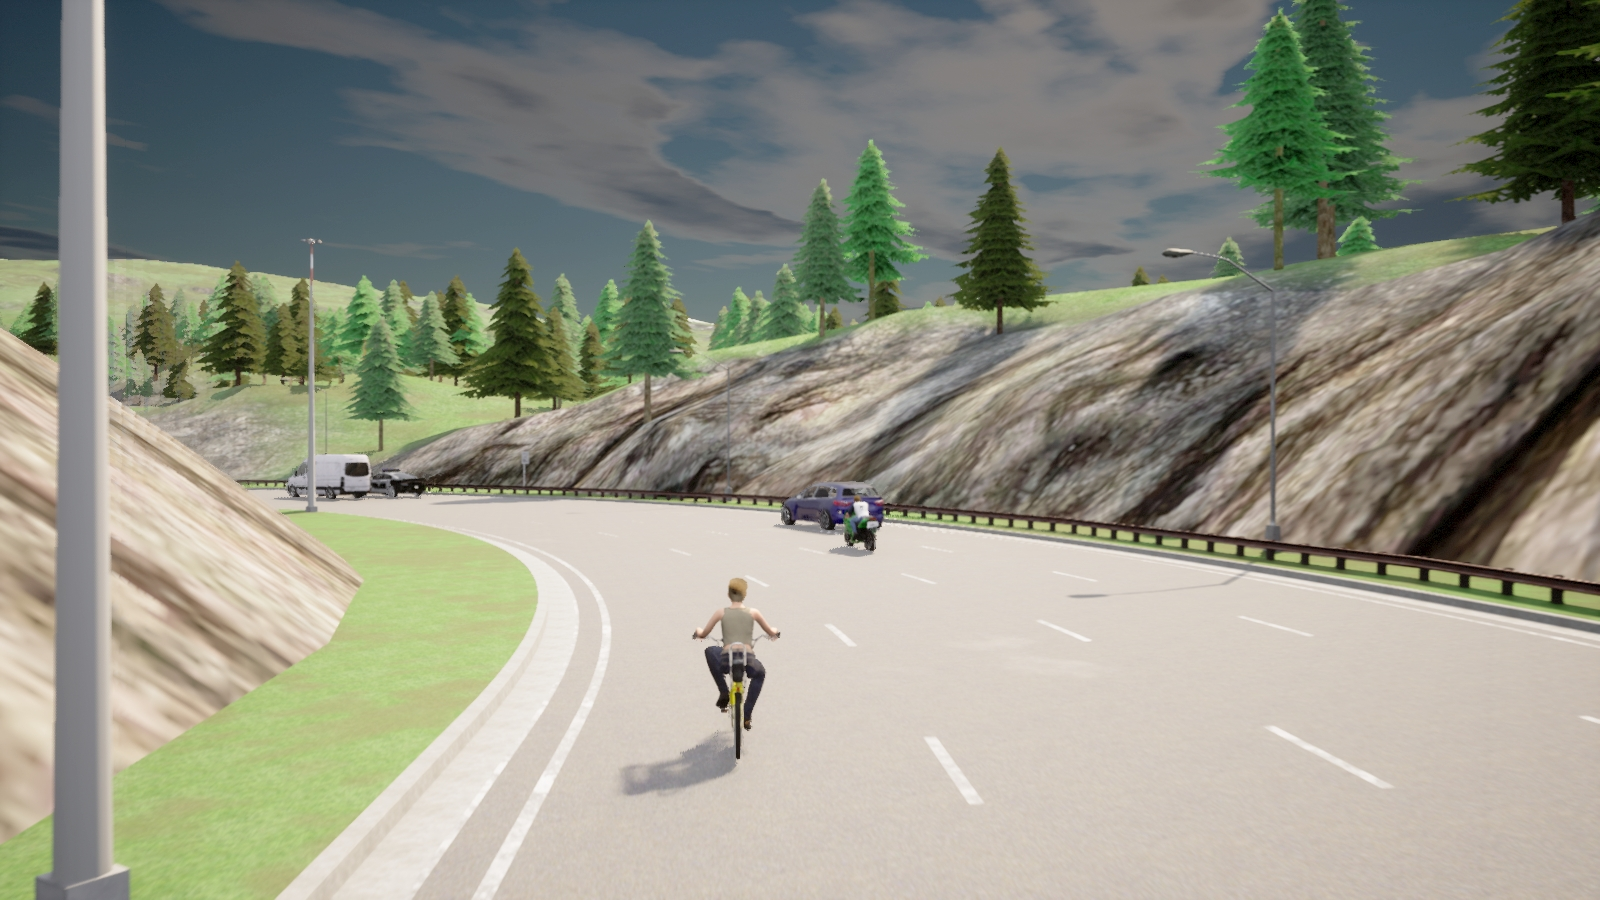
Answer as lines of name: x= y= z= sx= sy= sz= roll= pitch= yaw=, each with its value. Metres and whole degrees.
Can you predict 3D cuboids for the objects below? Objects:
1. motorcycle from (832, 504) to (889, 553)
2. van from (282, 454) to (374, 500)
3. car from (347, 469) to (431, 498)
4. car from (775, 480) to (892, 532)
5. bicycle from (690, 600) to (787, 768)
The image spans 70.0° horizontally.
motorcycle: x=1.683 y=2.185 z=32.014 sx=0.803 sy=1.199 sz=2.033 roll=-2 pitch=1 yaw=-21
van: x=-27.569 y=1.542 z=66.637 sx=5.915 sy=2.561 sz=1.988 roll=0 pitch=0 yaw=34
car: x=-24.719 y=1.989 z=68.689 sx=5.238 sy=1.638 sz=2.097 roll=0 pitch=0 yaw=35
car: x=1.130 y=1.967 z=41.356 sx=2.242 sy=1.667 sz=4.611 roll=0 pitch=0 yaw=-28
bicycle: x=-0.595 y=2.158 z=10.820 sx=0.859 sy=1.276 sz=1.487 roll=0 pitch=0 yaw=-4
